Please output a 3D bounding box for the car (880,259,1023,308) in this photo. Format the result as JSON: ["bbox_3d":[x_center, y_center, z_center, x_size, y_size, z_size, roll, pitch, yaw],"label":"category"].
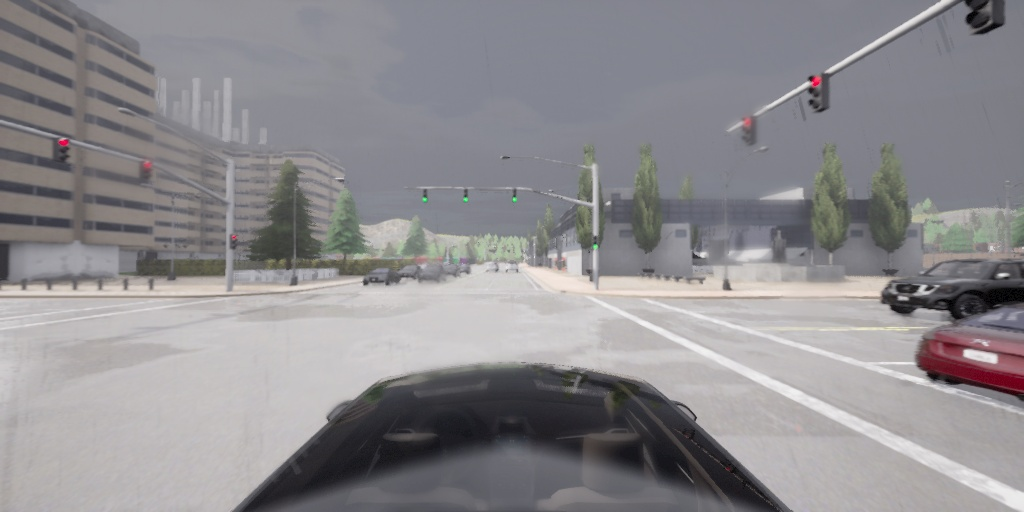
[{"bbox_3d":[16.189,1.108,12.360,5.566,2.045,2.150,0,-1,-1],"label":"car"}]

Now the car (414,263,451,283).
[{"bbox_3d":[-7.087,1.648,32.471,1.837,1.490,4.892,0,-1,0],"label":"car"}]

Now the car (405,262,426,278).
[{"bbox_3d":[-10.590,1.719,38.085,1.837,1.490,4.892,0,-1,0],"label":"car"}]

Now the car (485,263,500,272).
[{"bbox_3d":[-3.490,2.042,61.714,1.812,1.442,4.674,0,-1,0],"label":"car"}]

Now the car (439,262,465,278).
[{"bbox_3d":[-7.081,1.767,41.833,1.837,1.490,4.892,0,-1,0],"label":"car"}]

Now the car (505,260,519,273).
[{"bbox_3d":[0.003,1.720,60.278,2.150,2.045,5.566,0,-1,0],"label":"car"}]

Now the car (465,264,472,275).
[{"bbox_3d":[-7.025,1.887,52.250,2.128,1.511,4.902,0,-1,1],"label":"car"}]

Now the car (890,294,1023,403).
[{"bbox_3d":[8.490,1.357,5.077,4.181,1.385,1.994,0,-1,-3],"label":"car"}]

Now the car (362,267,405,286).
[{"bbox_3d":[-10.593,1.668,29.431,1.994,1.385,4.181,0,-1,0],"label":"car"}]

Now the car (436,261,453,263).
[{"bbox_3d":[-10.498,2.021,58.396,2.033,1.411,5.357,0,-1,0],"label":"car"}]
